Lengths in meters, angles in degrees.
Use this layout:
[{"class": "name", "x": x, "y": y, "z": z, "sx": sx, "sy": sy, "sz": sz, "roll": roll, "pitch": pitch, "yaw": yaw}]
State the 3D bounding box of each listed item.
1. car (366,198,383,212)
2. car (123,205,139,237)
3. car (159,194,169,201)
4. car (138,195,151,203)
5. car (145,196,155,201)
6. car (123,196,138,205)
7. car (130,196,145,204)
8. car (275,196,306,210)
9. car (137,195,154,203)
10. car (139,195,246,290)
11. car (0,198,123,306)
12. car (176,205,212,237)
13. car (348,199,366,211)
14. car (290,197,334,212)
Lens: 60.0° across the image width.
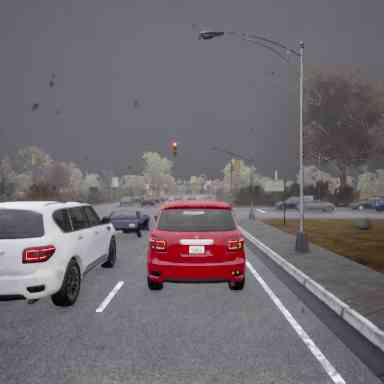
[{"class": "car", "x": 23.084, "y": 1.212, "z": 37.050, "sx": 5.566, "sy": 2.045, "sz": 2.150, "roll": 0, "pitch": 0, "yaw": 3}, {"class": "car", "x": -3.413, "y": 1.601, "z": 17.901, "sx": 1.895, "sy": 1.301, "sz": 4.718, "roll": 0, "pitch": 0, "yaw": 0}, {"class": "car", "x": -7.063, "y": 1.355, "z": 84.192, "sx": 2.097, "sy": 1.767, "sz": 4.553, "roll": 0, "pitch": 0, "yaw": 0}, {"class": "car", "x": -10.557, "y": 1.525, "z": 74.511, "sx": 2.128, "sy": 1.511, "sz": 4.902, "roll": 0, "pitch": 0, "yaw": 0}, {"class": "car", "x": -10.563, "y": 1.595, "z": 84.557, "sx": 1.895, "sy": 1.301, "sz": 4.718, "roll": 0, "pitch": 0, "yaw": 0}, {"class": "car", "x": -10.629, "y": 1.505, "z": 54.926, "sx": 1.837, "sy": 1.490, "sz": 4.892, "roll": 0, "pitch": 0, "yaw": 0}, {"class": "car", "x": -10.589, "y": 1.547, "z": 64.669, "sx": 2.033, "sy": 1.411, "sz": 5.357, "roll": 0, "pitch": 0, "yaw": 1}, {"class": "car", "x": 12.600, "y": 1.352, "z": 41.122, "sx": 4.553, "sy": 1.767, "sz": 2.097, "roll": 0, "pitch": 0, "yaw": 3}, {"class": "car", "x": -7.123, "y": 1.547, "z": 54.533, "sx": 2.033, "sy": 1.411, "sz": 5.357, "roll": 0, "pitch": 0, "yaw": 0}, {"class": "car", "x": 0.091, "y": 1.221, "z": 9.194, "sx": 2.150, "sy": 2.045, "sz": 5.566, "roll": 0, "pitch": 0, "yaw": 0}, {"class": "car", "x": -3.406, "y": 1.221, "z": 8.133, "sx": 2.150, "sy": 2.045, "sz": 5.566, "roll": 0, "pitch": 0, "yaw": 0}, {"class": "car", "x": 0.086, "y": 1.526, "z": 18.888, "sx": 1.812, "sy": 1.442, "sz": 4.674, "roll": 0, "pitch": 0, "yaw": 0}, {"class": "car", "x": 21.730, "y": 1.499, "z": 40.630, "sx": 4.892, "sy": 1.490, "sz": 1.837, "roll": 0, "pitch": 0, "yaw": 3}, {"class": "car", "x": 13.748, "y": 1.564, "z": 37.553, "sx": 4.181, "sy": 1.385, "sz": 1.994, "roll": 0, "pitch": 0, "yaw": 3}]
